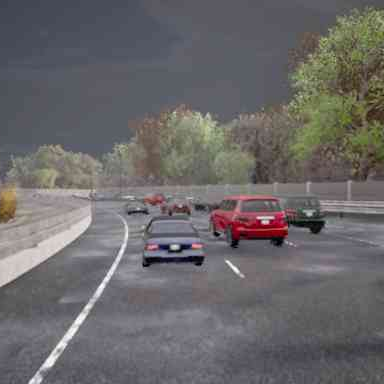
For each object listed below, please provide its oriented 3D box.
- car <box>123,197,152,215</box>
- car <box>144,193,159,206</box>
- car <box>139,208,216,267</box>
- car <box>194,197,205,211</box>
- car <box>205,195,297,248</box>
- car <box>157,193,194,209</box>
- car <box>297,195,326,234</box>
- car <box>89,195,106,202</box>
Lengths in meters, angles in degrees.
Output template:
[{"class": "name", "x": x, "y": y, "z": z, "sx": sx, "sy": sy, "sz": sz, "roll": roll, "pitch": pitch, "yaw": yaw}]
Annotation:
[{"class": "car", "x": -5.593, "y": 1.504, "z": 32.714, "sx": 1.994, "sy": 1.385, "sz": 4.181, "roll": 0, "pitch": 0, "yaw": -18}, {"class": "car", "x": -6.059, "y": 1.107, "z": 51.569, "sx": 2.150, "sy": 2.045, "sz": 5.566, "roll": 0, "pitch": 0, "yaw": -28}, {"class": "car", "x": -0.744, "y": 1.523, "z": 11.391, "sx": 2.033, "sy": 1.411, "sz": 5.357, "roll": 0, "pitch": 0, "yaw": -6}, {"class": "car", "x": 1.733, "y": 1.258, "z": 35.518, "sx": 2.097, "sy": 1.767, "sz": 4.553, "roll": 0, "pitch": 0, "yaw": -27}, {"class": "car", "x": 2.301, "y": 1.175, "z": 14.805, "sx": 2.150, "sy": 2.045, "sz": 5.566, "roll": 0, "pitch": 0, "yaw": -8}, {"class": "car", "x": -1.669, "y": 1.282, "z": 31.904, "sx": 2.097, "sy": 1.767, "sz": 4.553, "roll": 0, "pitch": 0, "yaw": -17}, {"class": "car", "x": 5.218, "y": 1.162, "z": 18.668, "sx": 2.150, "sy": 2.045, "sz": 5.566, "roll": 0, "pitch": 0, "yaw": -10}, {"class": "car", "x": -20.844, "y": 1.432, "z": 73.293, "sx": 2.033, "sy": 1.411, "sz": 5.357, "roll": 0, "pitch": 0, "yaw": -41}]
